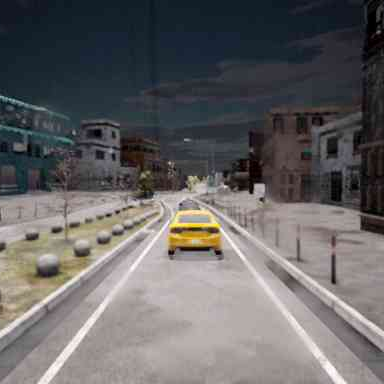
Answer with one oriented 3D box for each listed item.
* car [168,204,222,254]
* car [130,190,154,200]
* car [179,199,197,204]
[{"bbox_3d":[0.099,1.479,13.446,1.882,1.535,5.008,0,0,0],"label":"car"},{"bbox_3d":[-7.224,0.398,48.593,2.033,1.411,5.357,1,3,14],"label":"car"},{"bbox_3d":[-0.360,1.446,33.773,1.994,1.385,4.181,0,3,-5],"label":"car"}]
